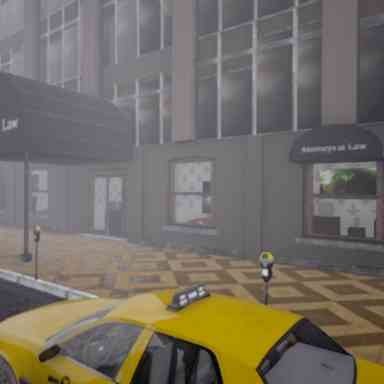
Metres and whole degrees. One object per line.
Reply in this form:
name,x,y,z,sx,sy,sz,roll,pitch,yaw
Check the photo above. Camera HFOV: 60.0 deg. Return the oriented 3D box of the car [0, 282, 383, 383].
car,-0.238,1.518,3.041,4.829,1.417,1.752,0,1,36
